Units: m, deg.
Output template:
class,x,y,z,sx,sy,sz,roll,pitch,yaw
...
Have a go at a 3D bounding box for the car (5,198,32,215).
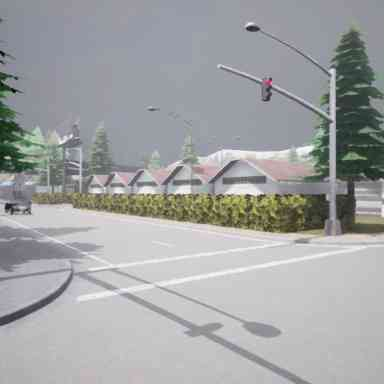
class,x,y,z,sx,sy,sz,roll,pitch,yaw
car,-17.572,1.414,33.618,2.128,1.511,4.902,0,0,-37
